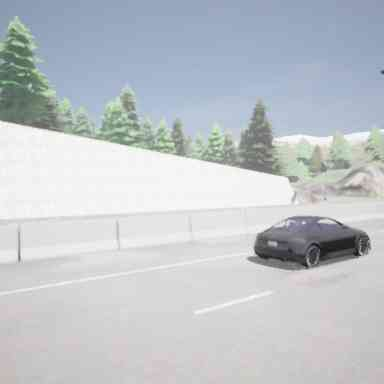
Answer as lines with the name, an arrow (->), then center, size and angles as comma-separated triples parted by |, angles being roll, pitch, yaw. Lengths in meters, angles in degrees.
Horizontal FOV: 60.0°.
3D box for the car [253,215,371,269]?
car -> 3.991, 1.457, 10.892 | 4.181, 1.385, 1.994 | -1, 0, -35
